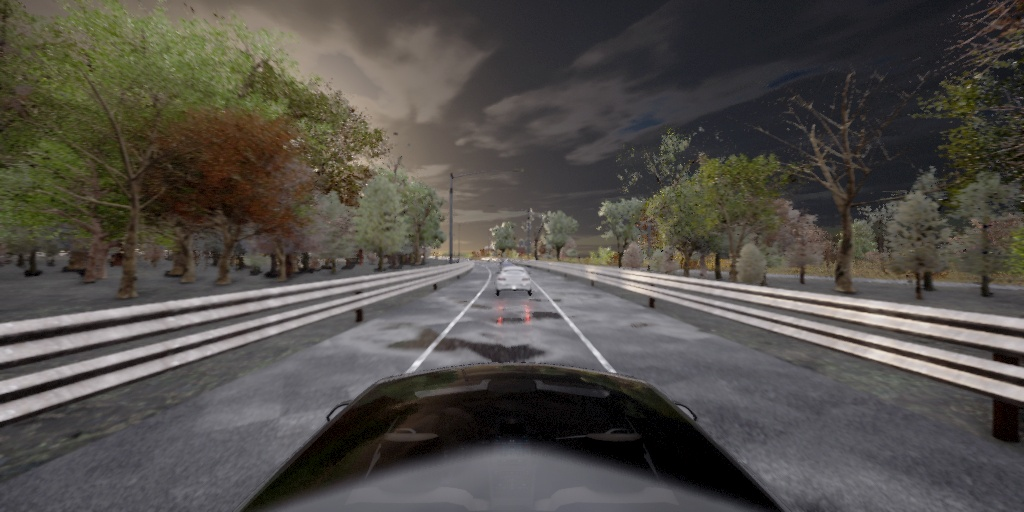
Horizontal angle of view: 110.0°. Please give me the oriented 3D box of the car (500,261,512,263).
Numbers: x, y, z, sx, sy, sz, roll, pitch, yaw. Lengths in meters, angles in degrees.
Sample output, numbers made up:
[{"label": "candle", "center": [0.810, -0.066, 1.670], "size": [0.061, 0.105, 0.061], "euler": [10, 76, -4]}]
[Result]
[{"label": "car", "center": [-0.766, 1.312, 46.601], "size": [2.033, 1.411, 5.357], "euler": [0, 0, -6]}]

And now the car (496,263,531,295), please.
[{"label": "car", "center": [0.083, 1.294, 19.905], "size": [1.812, 1.442, 4.674], "euler": [0, 0, 0]}]
